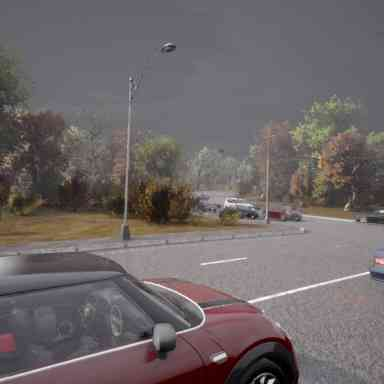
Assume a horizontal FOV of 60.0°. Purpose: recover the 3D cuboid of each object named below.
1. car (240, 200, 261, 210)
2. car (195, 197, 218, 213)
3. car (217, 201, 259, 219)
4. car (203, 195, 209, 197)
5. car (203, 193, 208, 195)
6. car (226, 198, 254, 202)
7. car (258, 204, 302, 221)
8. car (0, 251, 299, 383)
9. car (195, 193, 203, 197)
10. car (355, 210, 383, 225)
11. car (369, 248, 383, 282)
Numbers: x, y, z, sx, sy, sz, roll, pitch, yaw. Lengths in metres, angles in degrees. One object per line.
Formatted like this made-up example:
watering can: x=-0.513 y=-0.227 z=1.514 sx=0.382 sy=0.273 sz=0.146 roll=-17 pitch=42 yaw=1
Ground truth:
car: x=9.902 y=2.213 z=56.619 sx=1.994 sy=1.385 sz=4.181 roll=2 pitch=2 yaw=-14
car: x=1.914 y=1.955 z=45.764 sx=1.837 sy=1.490 sz=4.892 roll=3 pitch=1 yaw=-17
car: x=5.233 y=2.138 z=36.609 sx=2.033 sy=1.411 sz=5.357 roll=3 pitch=-1 yaw=-23
car: x=3.246 y=1.868 z=53.811 sx=1.882 sy=1.535 sz=5.008 roll=2 pitch=2 yaw=-14
car: x=3.015 y=1.063 z=78.433 sx=2.128 sy=1.511 sz=4.902 roll=2 pitch=2 yaw=-1
car: x=6.175 y=1.881 z=44.070 sx=2.150 sy=2.045 sz=5.566 roll=3 pitch=0 yaw=-19
car: x=9.605 y=2.113 z=35.467 sx=2.097 sy=1.767 sz=4.553 roll=3 pitch=-1 yaw=-24
car: x=-1.121 y=1.354 z=2.946 sx=4.553 sy=1.767 sz=2.097 roll=0 pitch=0 yaw=-36
car: x=0.388 y=1.384 z=68.435 sx=1.895 sy=1.301 sz=4.718 roll=2 pitch=2 yaw=-8
car: x=18.974 y=2.590 z=33.235 sx=4.892 sy=1.490 sz=1.837 roll=1 pitch=2 yaw=34
car: x=6.634 y=1.666 z=8.499 sx=5.357 sy=1.411 sz=2.033 roll=2 pitch=-1 yaw=-36
